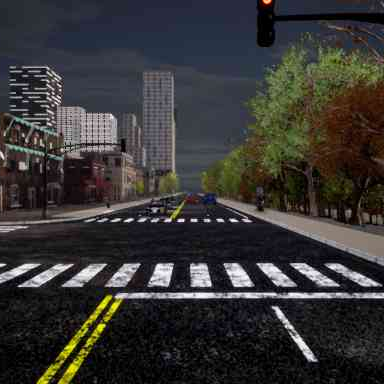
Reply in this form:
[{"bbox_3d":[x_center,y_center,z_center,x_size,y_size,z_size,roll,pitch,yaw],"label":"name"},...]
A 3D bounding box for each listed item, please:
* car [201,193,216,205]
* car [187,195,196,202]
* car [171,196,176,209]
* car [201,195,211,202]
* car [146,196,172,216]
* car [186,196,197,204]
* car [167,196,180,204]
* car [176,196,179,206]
[{"bbox_3d":[3.208,1.199,60.195,2.150,2.045,5.566,0,0,0],"label":"car"},{"bbox_3d":[-0.173,1.510,74.482,2.033,1.411,5.357,0,0,0],"label":"car"},{"bbox_3d":[-3.440,1.490,43.041,1.837,1.490,4.892,0,0,0],"label":"car"},{"bbox_3d":[3.072,1.448,74.417,1.882,1.535,5.008,0,0,0],"label":"car"},{"bbox_3d":[-3.422,1.481,32.991,2.128,1.511,4.902,0,0,0],"label":"car"},{"bbox_3d":[-0.042,1.541,61.489,1.994,1.385,4.181,0,0,-1],"label":"car"},{"bbox_3d":[-3.443,1.468,63.572,2.128,1.511,4.902,0,0,1],"label":"car"},{"bbox_3d":[-3.456,1.486,53.181,1.837,1.490,4.892,0,0,0],"label":"car"}]
